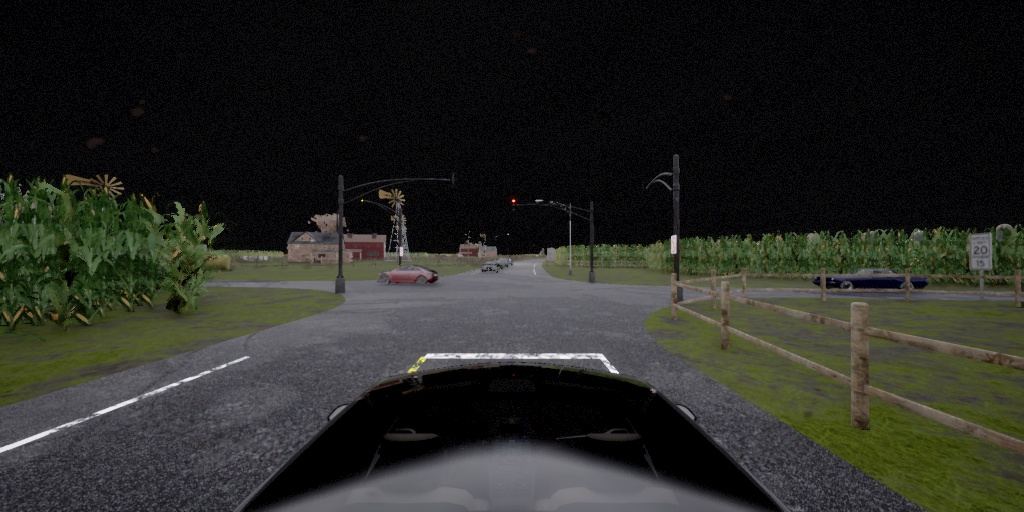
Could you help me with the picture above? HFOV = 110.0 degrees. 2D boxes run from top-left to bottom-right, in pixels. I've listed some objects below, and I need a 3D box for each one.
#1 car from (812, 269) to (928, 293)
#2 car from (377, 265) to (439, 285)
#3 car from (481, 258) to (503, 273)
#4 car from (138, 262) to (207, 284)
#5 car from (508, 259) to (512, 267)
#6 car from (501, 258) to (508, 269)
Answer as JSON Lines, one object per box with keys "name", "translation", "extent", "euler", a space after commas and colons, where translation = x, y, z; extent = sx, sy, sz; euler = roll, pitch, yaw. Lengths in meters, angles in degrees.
{"name": "car", "translation": [20.396, 1.401, 20.677], "extent": [4.718, 1.301, 1.895], "euler": [0, -1, 9]}
{"name": "car", "translation": [-7.322, 1.321, 25.411], "extent": [4.181, 1.385, 1.994], "euler": [0, -1, 10]}
{"name": "car", "translation": [-2.571, 1.309, 43.794], "extent": [1.994, 1.385, 4.181], "euler": [0, 0, 3]}
{"name": "car", "translation": [-24.172, 1.195, 25.400], "extent": [4.902, 1.511, 2.128], "euler": [0, -1, 10]}
{"name": "car", "translation": [-1.570, 1.085, 61.414], "extent": [2.097, 1.767, 4.553], "euler": [0, 0, 4]}
{"name": "car", "translation": [-2.126, 1.341, 52.548], "extent": [1.895, 1.301, 4.718], "euler": [0, 0, 3]}
